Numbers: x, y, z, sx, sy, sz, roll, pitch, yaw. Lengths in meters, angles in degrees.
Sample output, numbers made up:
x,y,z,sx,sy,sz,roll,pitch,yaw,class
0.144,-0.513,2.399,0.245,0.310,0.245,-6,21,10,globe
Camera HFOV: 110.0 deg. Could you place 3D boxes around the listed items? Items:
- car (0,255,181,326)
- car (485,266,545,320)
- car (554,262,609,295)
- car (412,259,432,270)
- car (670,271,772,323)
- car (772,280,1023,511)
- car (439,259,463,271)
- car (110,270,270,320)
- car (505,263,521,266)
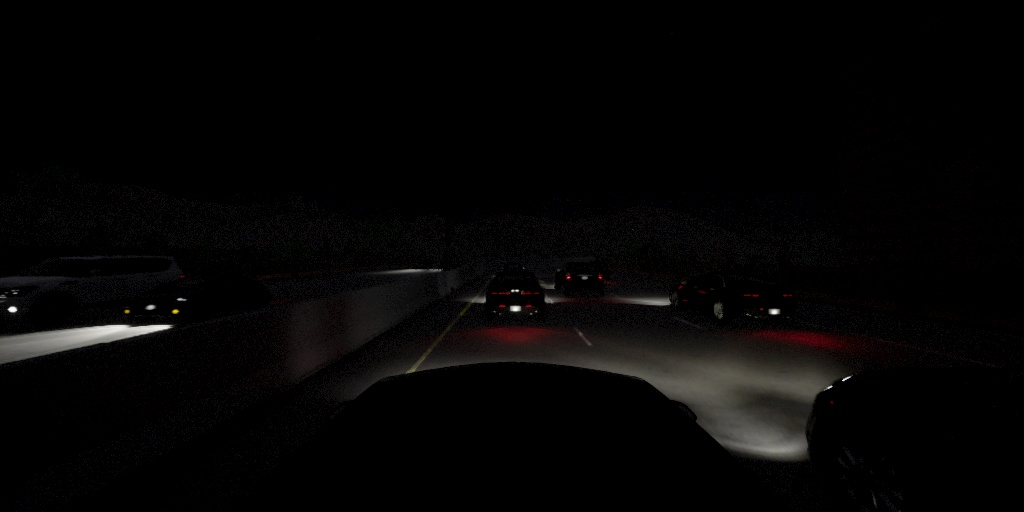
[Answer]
x,y,z,sx,sy,sz,roll,pitch,yaw,class
-14.099,0.973,11.990,2.150,2.045,5.566,0,0,0,car
0.101,1.256,12.683,1.837,1.490,4.892,0,0,0,car
3.603,1.103,19.843,2.097,1.767,4.553,0,0,0,car
-13.596,1.245,54.345,2.128,1.511,4.902,0,0,4,car
7.103,1.255,12.126,1.837,1.490,4.892,0,0,0,car
3.599,1.102,1.215,2.097,1.767,4.553,0,0,0,car
-7.021,1.317,42.845,1.994,1.385,4.181,0,0,1,car
-10.598,1.315,12.508,1.994,1.385,4.181,0,0,0,car
0.104,1.299,30.854,2.033,1.411,5.357,0,0,0,car
